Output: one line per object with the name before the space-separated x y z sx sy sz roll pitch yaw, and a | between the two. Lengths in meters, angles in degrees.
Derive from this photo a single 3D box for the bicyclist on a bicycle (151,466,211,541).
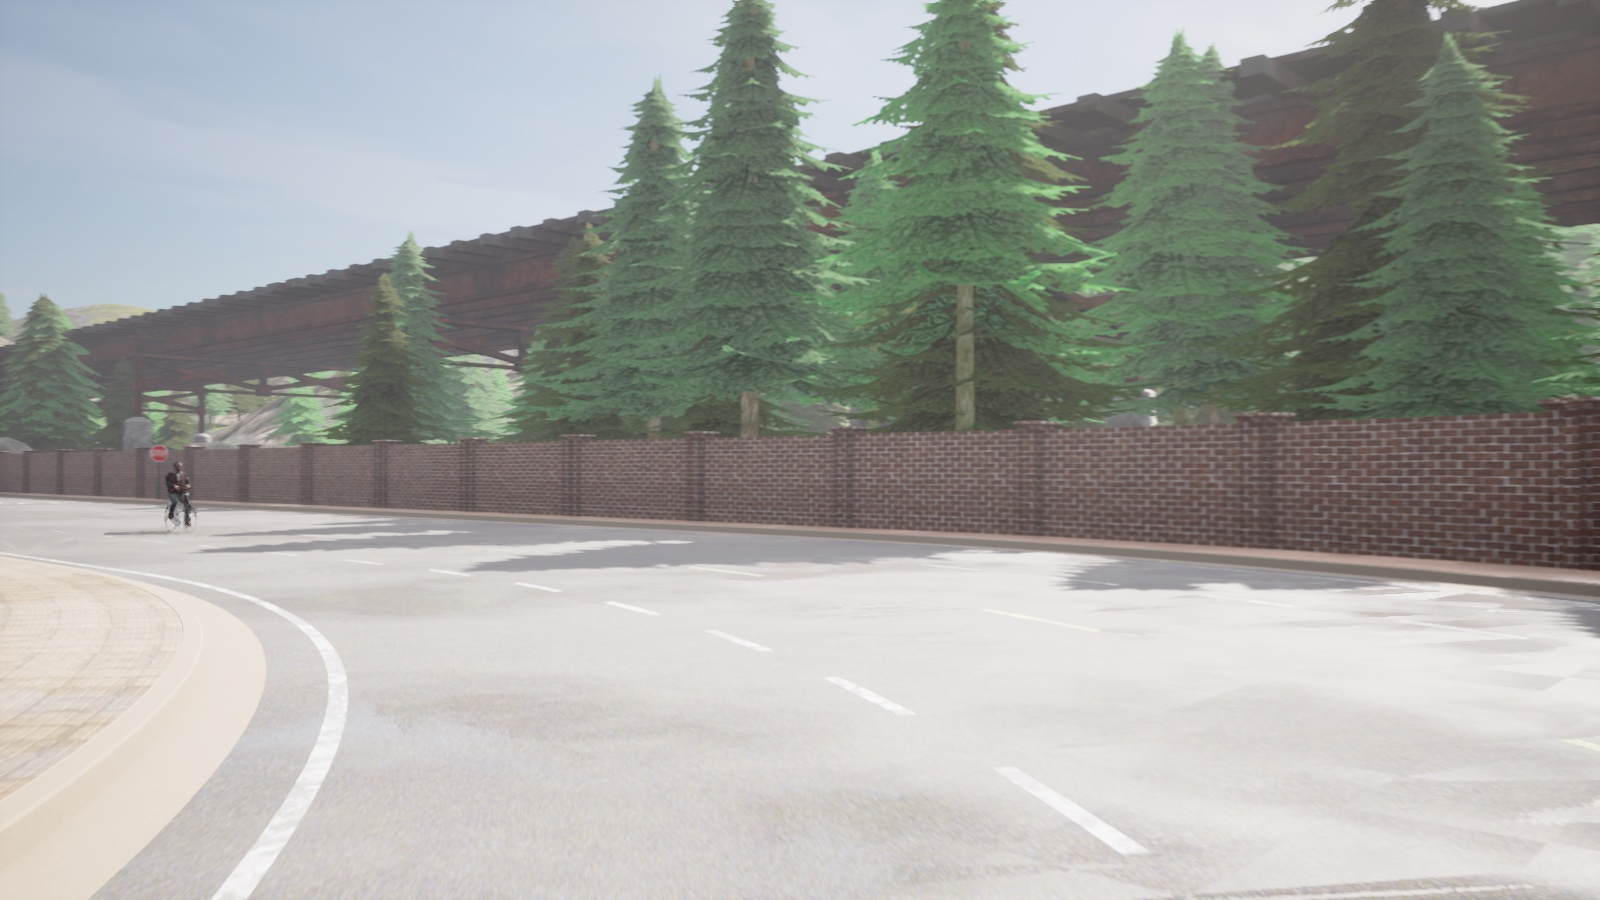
bicyclist on a bicycle | -15.135 1.284 30.686 1.843 1.776 0.659 -1 -1 42
